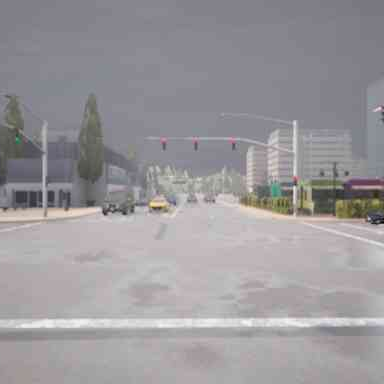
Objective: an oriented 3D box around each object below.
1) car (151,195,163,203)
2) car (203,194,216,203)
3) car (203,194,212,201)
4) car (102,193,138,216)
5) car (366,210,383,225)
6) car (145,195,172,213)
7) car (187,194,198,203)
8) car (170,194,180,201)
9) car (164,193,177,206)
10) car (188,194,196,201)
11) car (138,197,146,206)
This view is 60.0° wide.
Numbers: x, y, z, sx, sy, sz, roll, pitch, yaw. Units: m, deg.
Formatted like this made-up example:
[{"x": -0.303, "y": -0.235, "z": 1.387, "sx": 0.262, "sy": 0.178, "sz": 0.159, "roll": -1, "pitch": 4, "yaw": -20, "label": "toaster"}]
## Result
[{"x": -6.990, "y": 1.379, "z": 66.377, "sx": 1.882, "sy": 1.535, "sz": 5.008, "roll": 0, "pitch": 0, "yaw": 0, "label": "car"}, {"x": 3.523, "y": 1.396, "z": 64.088, "sx": 2.128, "sy": 1.511, "sz": 4.902, "roll": 0, "pitch": 0, "yaw": 0, "label": "car"}, {"x": 3.526, "y": 1.286, "z": 74.364, "sx": 1.812, "sy": 1.442, "sz": 4.674, "roll": 0, "pitch": 0, "yaw": 0, "label": "car"}, {"x": -7.107, "y": 1.169, "z": 32.604, "sx": 2.150, "sy": 2.045, "sz": 5.566, "roll": 0, "pitch": 1, "yaw": 1, "label": "car"}, {"x": 13.836, "y": 1.446, "z": 21.382, "sx": 5.008, "sy": 1.535, "sz": 1.882, "roll": 0, "pitch": 0, "yaw": -1, "label": "car"}, {"x": -3.579, "y": 1.423, "z": 36.527, "sx": 1.882, "sy": 1.535, "sz": 5.008, "roll": 0, "pitch": 0, "yaw": 0, "label": "car"}, {"x": 0.023, "y": 1.396, "z": 64.090, "sx": 2.128, "sy": 1.511, "sz": 4.902, "roll": 0, "pitch": 0, "yaw": 0, "label": "car"}, {"x": -3.476, "y": 1.168, "z": 68.678, "sx": 1.994, "sy": 1.385, "sz": 4.181, "roll": 0, "pitch": 0, "yaw": 0, "label": "car"}, {"x": -3.554, "y": 1.143, "z": 52.334, "sx": 2.150, "sy": 2.045, "sz": 5.566, "roll": 0, "pitch": 0, "yaw": 0, "label": "car"}, {"x": 0.026, "y": 1.262, "z": 74.363, "sx": 1.837, "sy": 1.490, "sz": 4.892, "roll": 0, "pitch": 0, "yaw": 0, "label": "car"}, {"x": -7.066, "y": 1.490, "z": 49.051, "sx": 1.994, "sy": 1.385, "sz": 4.181, "roll": 0, "pitch": 0, "yaw": 0, "label": "car"}]
